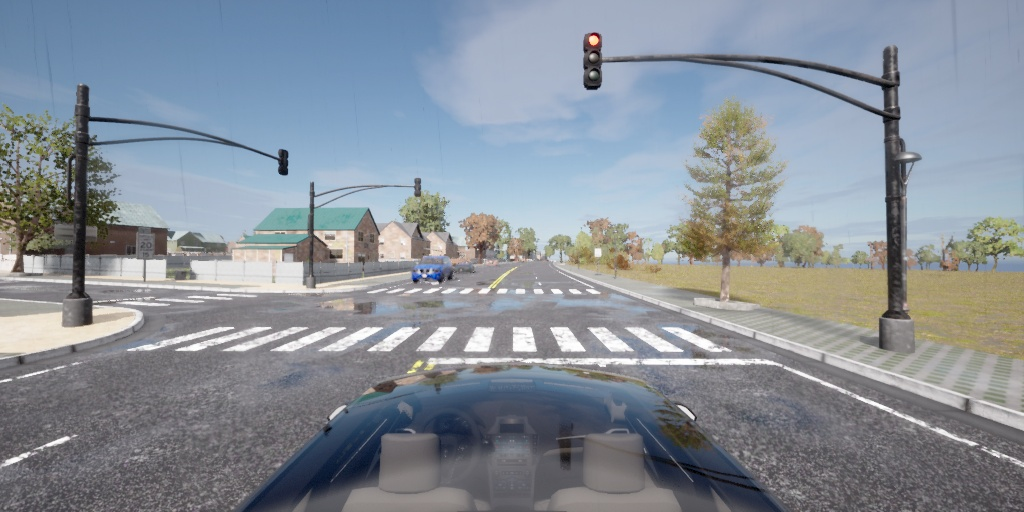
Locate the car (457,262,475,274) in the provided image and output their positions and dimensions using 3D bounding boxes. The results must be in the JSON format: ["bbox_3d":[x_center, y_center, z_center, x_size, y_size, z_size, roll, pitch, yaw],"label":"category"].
[{"bbox_3d":[-5.510,1.368,41.605,1.994,1.385,4.181,0,0,3],"label":"car"}]

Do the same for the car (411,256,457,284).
[{"bbox_3d":[-6.048,1.027,27.876,2.150,2.045,5.566,0,0,2],"label":"car"}]
